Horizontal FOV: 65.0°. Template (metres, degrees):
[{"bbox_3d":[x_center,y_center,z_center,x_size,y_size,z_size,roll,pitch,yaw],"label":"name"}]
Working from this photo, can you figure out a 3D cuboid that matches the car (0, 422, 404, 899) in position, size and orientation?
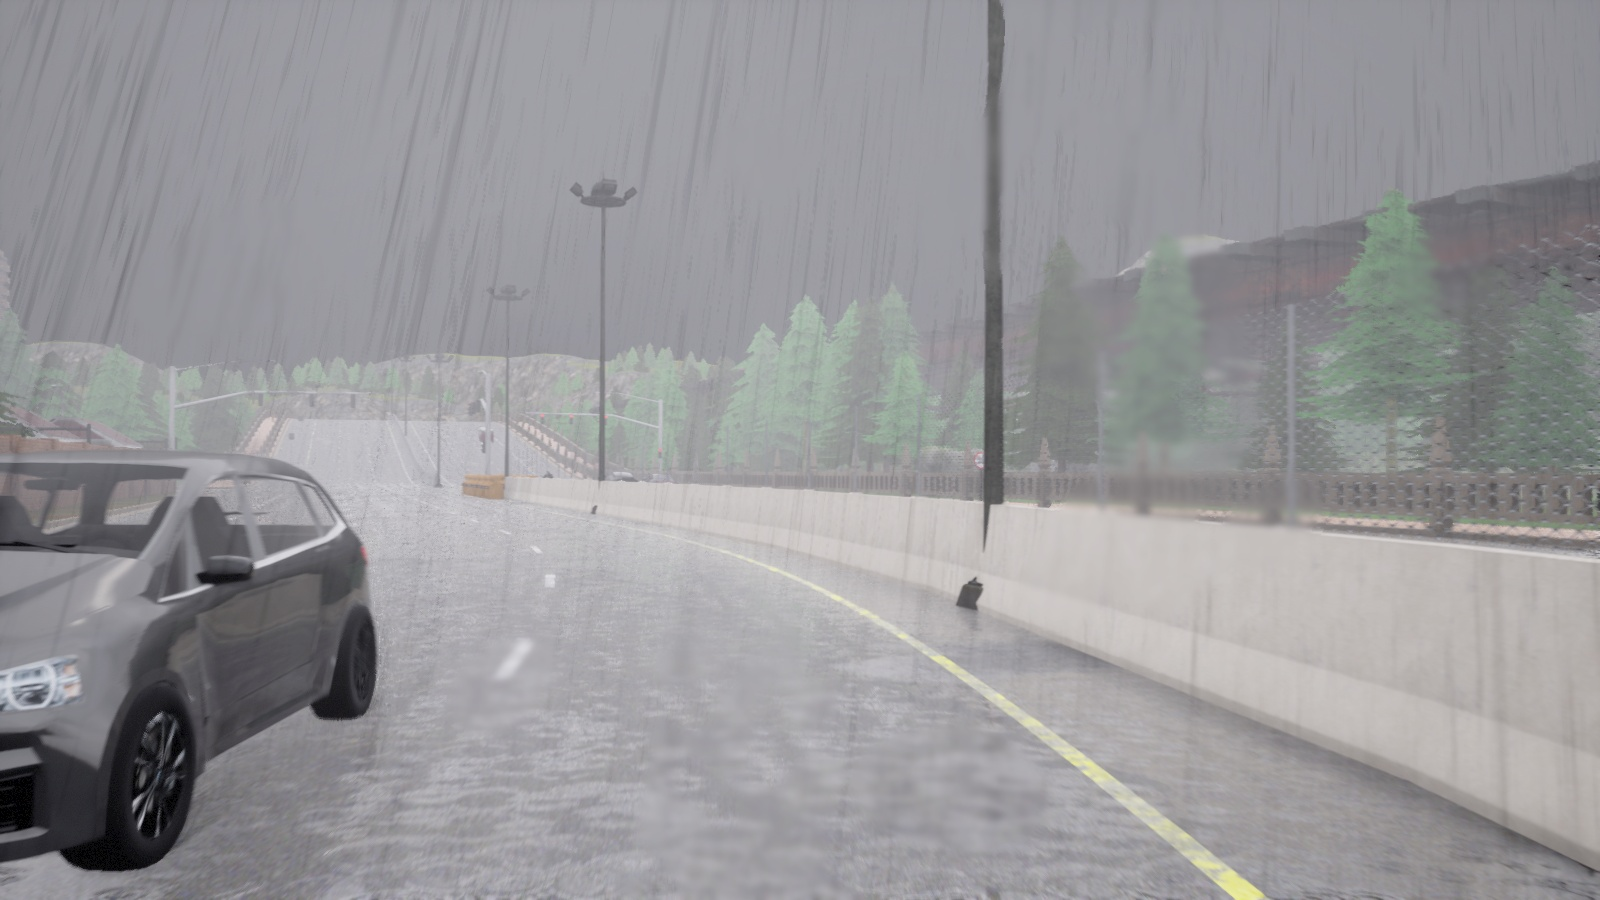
[{"bbox_3d":[-3.688,0.781,6.293,2.242,1.667,4.611,0,-1,-4],"label":"car"}]

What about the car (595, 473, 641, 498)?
[{"bbox_3d":[-11.165,2.156,76.811,1.837,1.490,4.892,0,-1,-20],"label":"car"}]

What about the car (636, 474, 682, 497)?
[{"bbox_3d":[-9.168,2.284,81.476,1.994,1.385,4.181,0,-1,-20],"label":"car"}]
